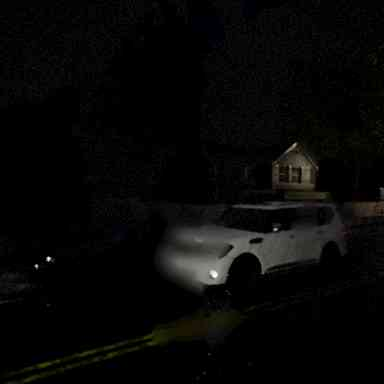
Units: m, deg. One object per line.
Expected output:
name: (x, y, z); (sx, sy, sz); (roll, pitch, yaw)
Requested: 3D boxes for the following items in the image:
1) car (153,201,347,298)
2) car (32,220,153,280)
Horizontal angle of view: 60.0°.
car: (1.982, 1.290, 9.099); (5.566, 2.045, 2.150); (1, 0, -36)
car: (-1.915, 1.592, 10.307); (5.357, 1.411, 2.033); (1, 0, -36)
